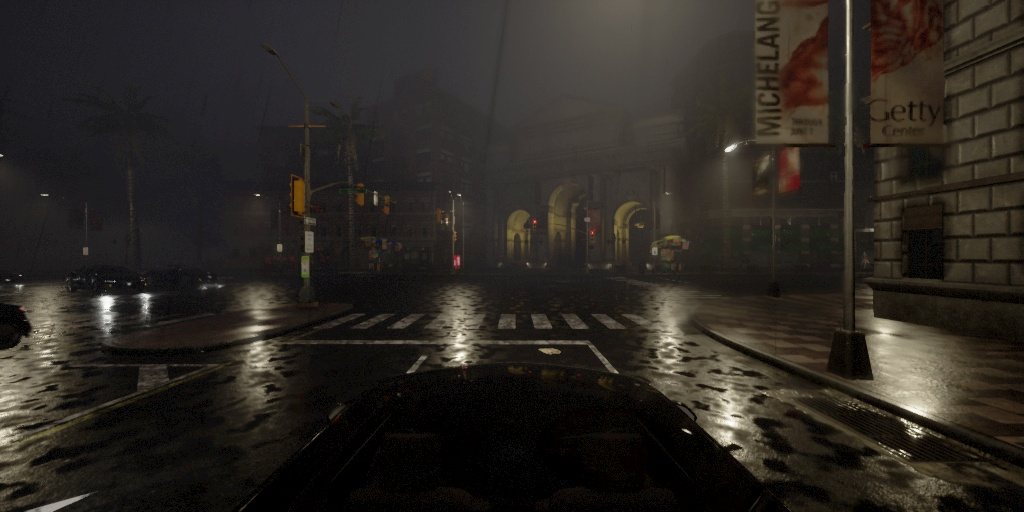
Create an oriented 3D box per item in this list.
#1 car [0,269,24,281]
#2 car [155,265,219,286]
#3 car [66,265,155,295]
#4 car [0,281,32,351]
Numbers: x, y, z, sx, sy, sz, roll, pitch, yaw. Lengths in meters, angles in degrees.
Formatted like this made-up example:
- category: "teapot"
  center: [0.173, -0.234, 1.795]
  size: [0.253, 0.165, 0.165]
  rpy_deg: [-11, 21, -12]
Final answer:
- category: "car"
  center: [-37.976, 1.297, 25.196]
  size: [5.357, 1.411, 2.033]
  rpy_deg: [0, 0, 1]
- category: "car"
  center: [-23.073, 1.314, 25.047]
  size: [4.181, 1.385, 1.994]
  rpy_deg: [0, 0, 1]
- category: "car"
  center: [-22.419, 1.257, 19.808]
  size: [4.892, 1.490, 1.837]
  rpy_deg: [-1, -1, 22]
- category: "car"
  center: [-11.613, 1.314, 6.115]
  size: [1.994, 1.385, 4.181]
  rpy_deg: [0, 0, 0]
